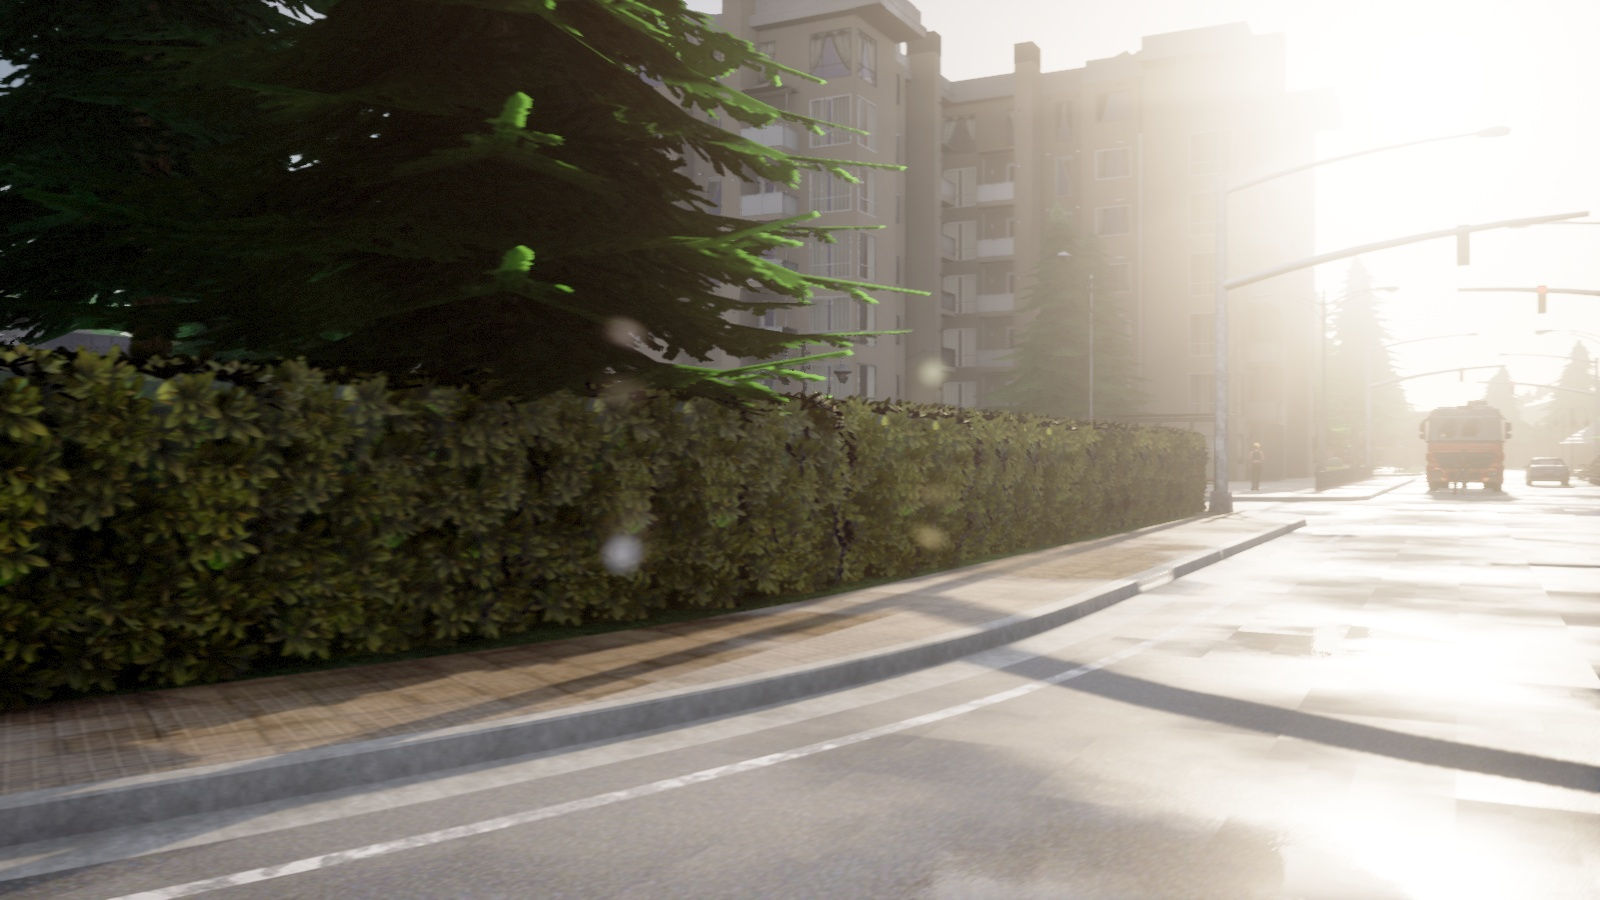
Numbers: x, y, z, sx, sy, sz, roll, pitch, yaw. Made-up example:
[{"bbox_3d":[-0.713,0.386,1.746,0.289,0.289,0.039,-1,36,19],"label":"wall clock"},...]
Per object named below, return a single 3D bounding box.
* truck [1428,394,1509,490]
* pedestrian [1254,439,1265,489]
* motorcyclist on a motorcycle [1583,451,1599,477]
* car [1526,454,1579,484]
[{"bbox_3d":[29.043,-0.304,54.503,2.891,3.827,8.468,0,0,29],"label":"truck"},{"bbox_3d":[17.136,0.514,46.859,0.345,1.836,0.594,0,0,15],"label":"pedestrian"},{"bbox_3d":[48.144,0.851,75.240,2.044,1.523,0.797,0,0,29],"label":"motorcyclist on a motorcycle"},{"bbox_3d":[37.360,0.912,62.453,2.033,1.411,5.357,0,0,29],"label":"car"}]
